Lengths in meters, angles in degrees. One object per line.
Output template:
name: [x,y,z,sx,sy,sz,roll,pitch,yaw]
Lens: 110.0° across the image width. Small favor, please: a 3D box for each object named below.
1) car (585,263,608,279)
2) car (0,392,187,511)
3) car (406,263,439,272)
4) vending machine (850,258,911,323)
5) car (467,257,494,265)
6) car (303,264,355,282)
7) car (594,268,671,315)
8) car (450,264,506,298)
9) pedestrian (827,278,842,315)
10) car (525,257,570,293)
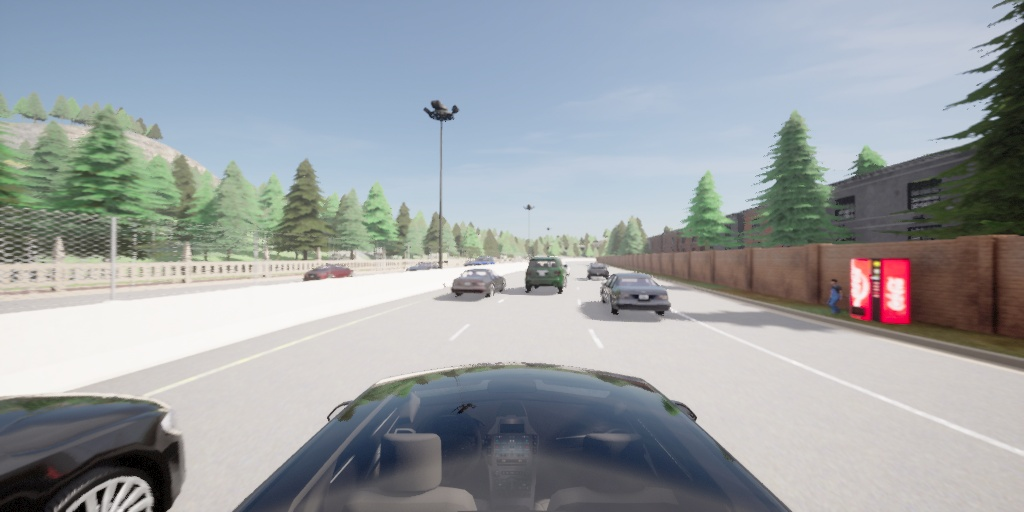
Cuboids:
car: [8.131,1.421,34.395,2.128,1.511,4.902,0,0,10]
car: [-3.283,1.220,0.601,2.128,1.511,4.902,0,0,0]
car: [-9.221,1.401,37.851,2.033,1.411,5.357,0,0,10]
vending machine: [11.140,1.042,10.899,1.100,2.100,0.880,0,0,7]
car: [-3.845,1.148,47.877,2.150,2.045,5.566,0,-1,10]
car: [-14.445,1.351,28.501,1.994,1.385,4.181,0,0,10]
car: [4.584,1.373,13.962,2.033,1.411,5.357,0,0,8]
car: [-1.660,1.362,19.153,2.033,1.411,5.357,0,0,10]
pedestrian: [10.684,1.268,11.756,0.375,1.300,0.375,0,0,8]
car: [2.178,1.106,22.064,2.150,2.045,5.566,0,0,11]
